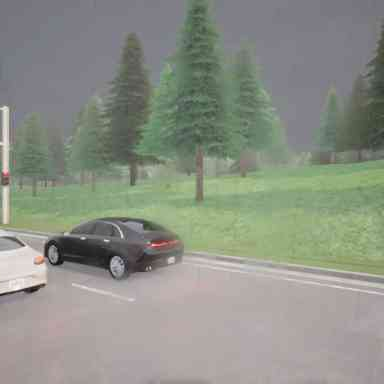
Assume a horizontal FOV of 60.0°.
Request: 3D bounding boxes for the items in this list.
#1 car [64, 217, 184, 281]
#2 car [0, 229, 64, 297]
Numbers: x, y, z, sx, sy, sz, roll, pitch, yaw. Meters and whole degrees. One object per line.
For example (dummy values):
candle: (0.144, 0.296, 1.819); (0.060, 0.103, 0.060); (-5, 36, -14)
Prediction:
car: (-2.492, 1.505, 9.958); (4.892, 1.490, 1.837); (0, 0, 36)
car: (-5.125, 1.525, 7.548); (4.674, 1.442, 1.812); (0, 0, 36)
